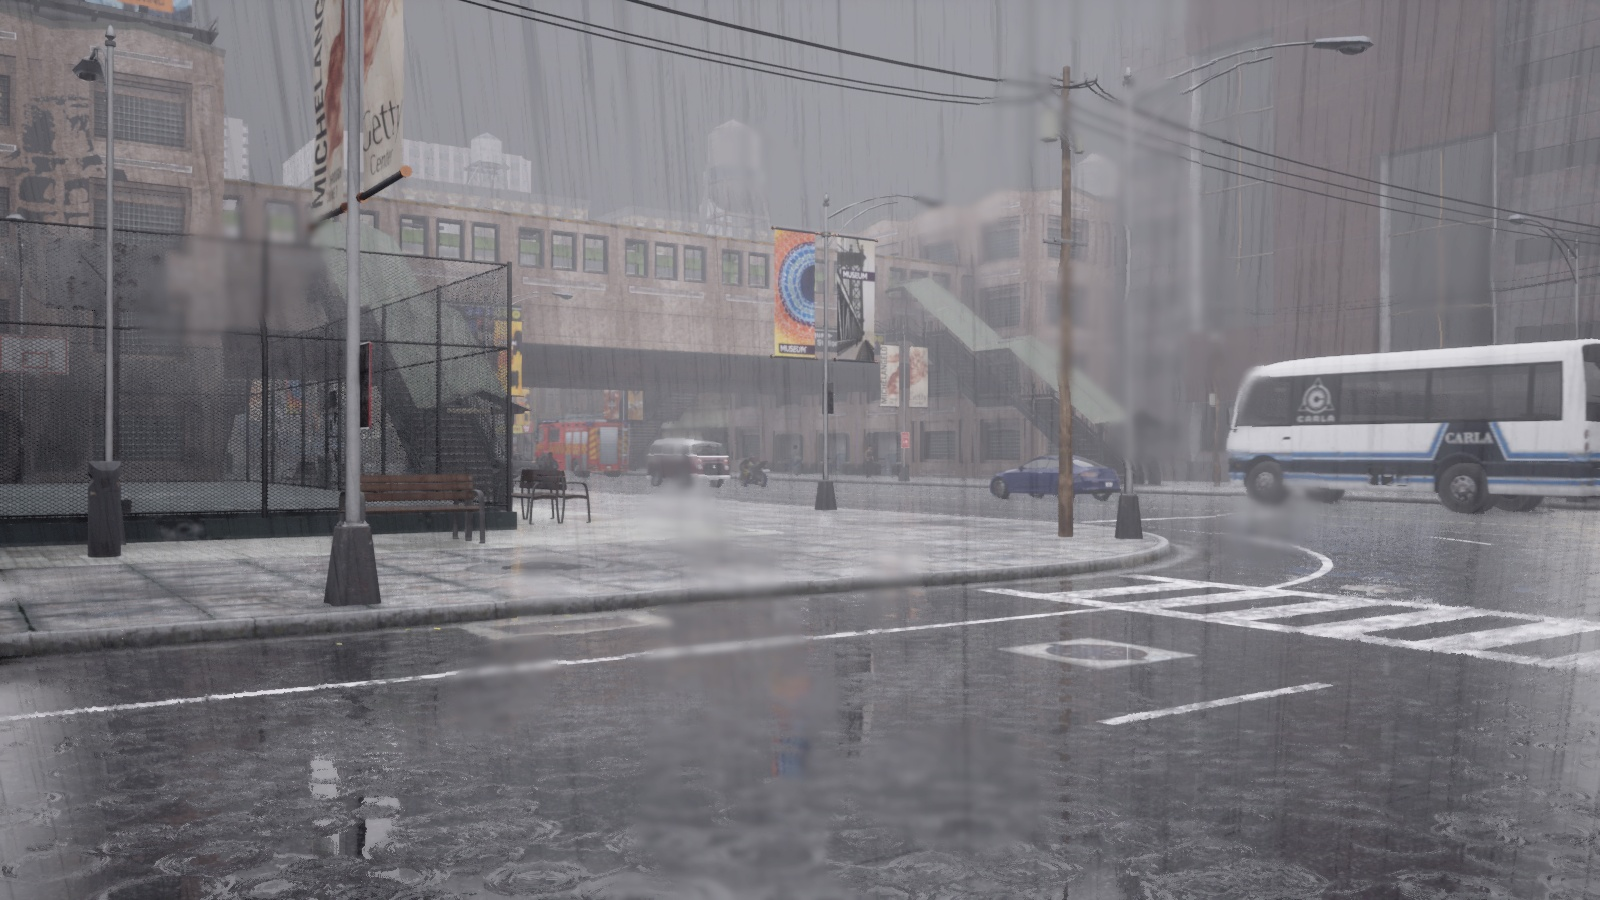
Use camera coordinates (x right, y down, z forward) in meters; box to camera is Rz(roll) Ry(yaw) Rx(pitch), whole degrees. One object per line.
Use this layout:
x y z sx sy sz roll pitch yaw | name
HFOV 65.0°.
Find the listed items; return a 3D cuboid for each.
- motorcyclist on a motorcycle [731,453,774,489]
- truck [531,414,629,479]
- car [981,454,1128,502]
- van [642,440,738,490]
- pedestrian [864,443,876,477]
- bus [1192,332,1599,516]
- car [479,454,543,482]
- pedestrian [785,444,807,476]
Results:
-2.108 0.919 55.172 0.866 1.530 2.191 0 0 -34 | motorcyclist on a motorcycle
-13.972 -0.196 79.207 2.891 3.827 8.468 0 0 -34 | truck
8.054 0.852 40.137 1.812 1.442 4.674 0 0 -34 | car
-4.658 0.607 52.698 2.069 2.038 4.480 0 0 -34 | van
3.852 0.562 69.043 0.345 1.836 0.594 0 0 -29 | pedestrian
16.205 -0.582 34.324 3.944 4.253 10.273 0 0 -34 | bus
-16.106 0.955 69.864 1.837 1.490 4.892 0 0 -34 | car
-0.228 0.579 72.458 0.874 1.855 0.900 0 0 -41 | pedestrian
